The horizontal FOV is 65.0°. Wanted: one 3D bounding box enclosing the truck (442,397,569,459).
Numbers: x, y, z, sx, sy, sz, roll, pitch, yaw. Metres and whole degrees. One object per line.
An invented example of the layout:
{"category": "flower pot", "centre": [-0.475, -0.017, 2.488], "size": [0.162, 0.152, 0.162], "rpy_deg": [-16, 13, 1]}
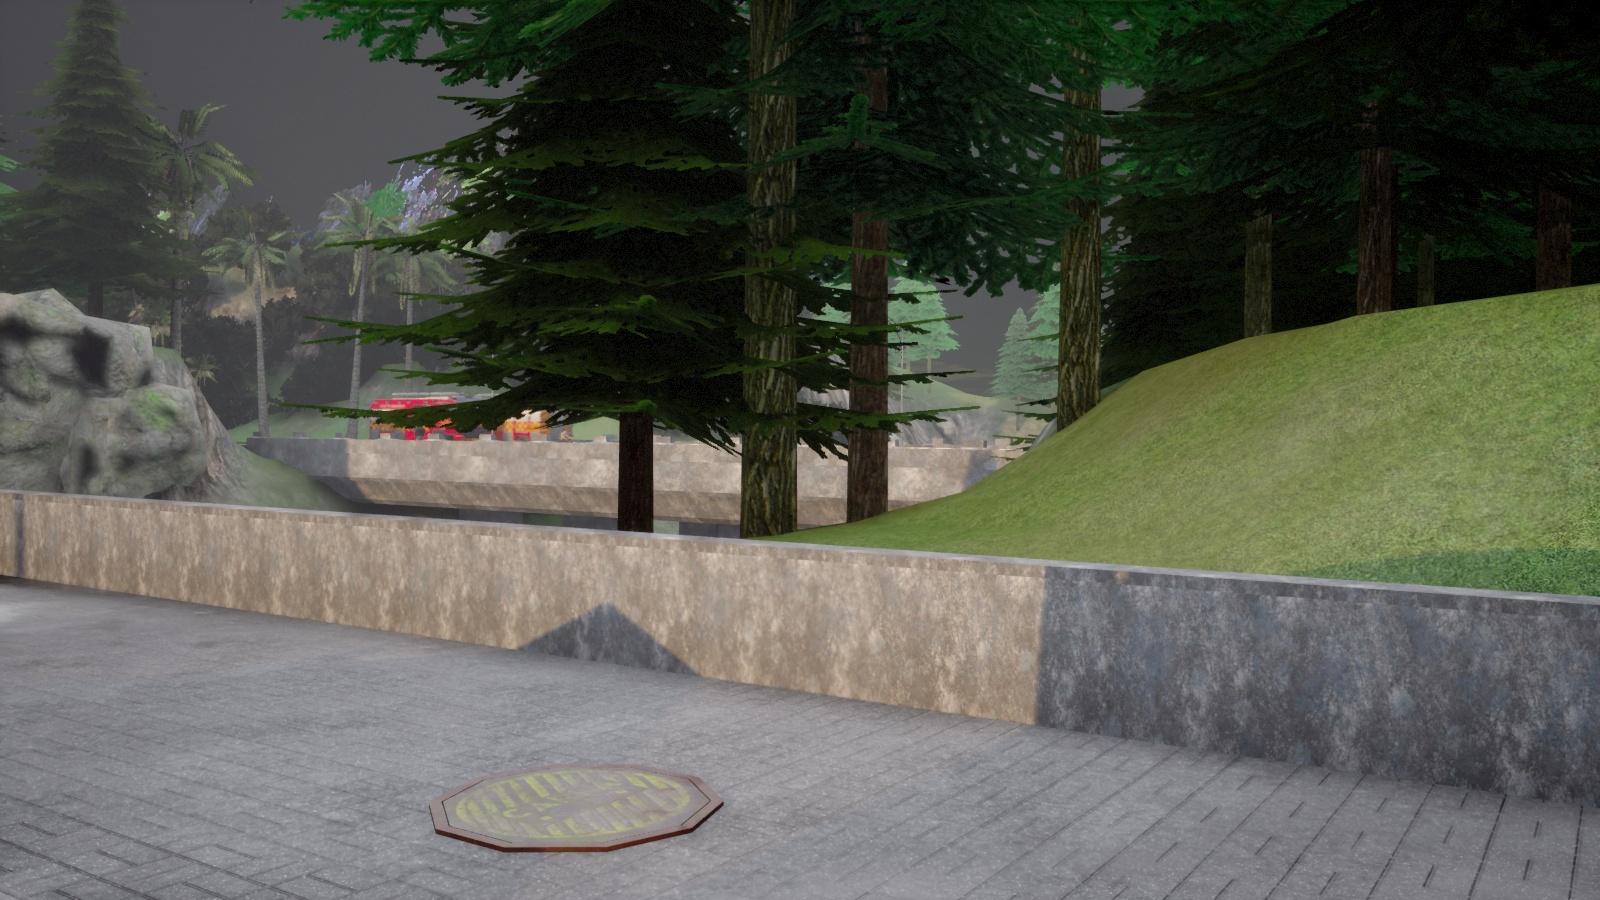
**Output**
{"category": "truck", "centre": [-19.066, -1.368, 81.086], "size": [8.468, 3.827, 2.891], "rpy_deg": [0, 1, 34]}

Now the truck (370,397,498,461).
{"category": "truck", "centre": [-23.033, -1.303, 78.917], "size": [8.468, 3.827, 2.891], "rpy_deg": [0, 1, 34]}
